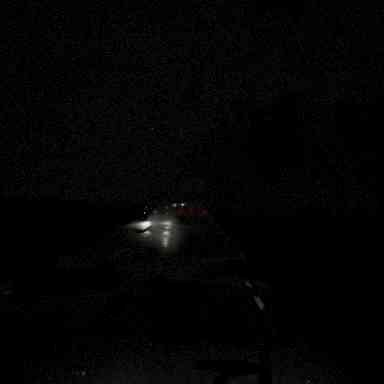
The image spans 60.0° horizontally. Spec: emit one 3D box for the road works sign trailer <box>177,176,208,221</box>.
[{"bbox_3d":[-0.025,0.494,27.588,2.380,3.560,2.880,0,0,0],"label":"road works sign trailer"}]

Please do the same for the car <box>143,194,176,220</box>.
[{"bbox_3d":[-2.856,1.253,29.059,2.150,2.045,5.566,0,0,0],"label":"car"}]

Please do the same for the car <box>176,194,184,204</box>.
[{"bbox_3d":[-2.767,1.456,71.141,2.150,2.045,5.566,0,0,0],"label":"car"}]
